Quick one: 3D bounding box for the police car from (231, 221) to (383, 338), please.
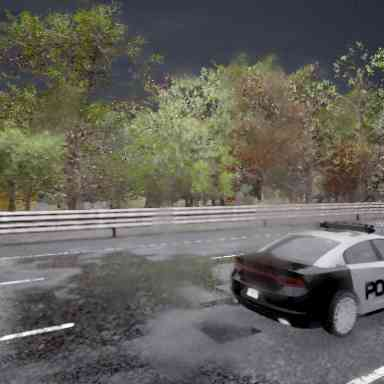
[{"bbox_3d":[3.199,1.435,6.692,5.238,1.638,1.930,0,0,-31],"label":"police car"}]
